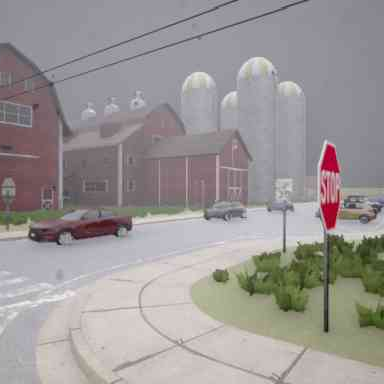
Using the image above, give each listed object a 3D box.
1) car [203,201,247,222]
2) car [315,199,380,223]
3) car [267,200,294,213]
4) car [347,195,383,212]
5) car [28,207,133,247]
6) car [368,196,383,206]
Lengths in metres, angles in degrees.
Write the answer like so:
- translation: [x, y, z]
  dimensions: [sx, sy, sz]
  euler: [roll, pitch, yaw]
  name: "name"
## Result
- translation: [2.765, 1.508, 26.745]
  dimensions: [1.837, 1.490, 4.892]
  euler: [0, -1, 34]
  name: "car"
- translation: [11.523, 1.506, 25.071]
  dimensions: [4.193, 1.474, 1.816]
  euler: [0, 0, 35]
  name: "car"
- translation: [9.982, 1.527, 37.223]
  dimensions: [1.812, 1.442, 4.674]
  euler: [0, 0, 35]
  name: "car"
- translation: [18.758, 1.314, 36.461]
  dimensions: [3.866, 1.878, 1.905]
  euler: [0, 0, 35]
  name: "car"
- translation: [-4.991, 1.479, 15.543]
  dimensions: [1.882, 1.535, 5.008]
  euler: [0, 0, 36]
  name: "car"
- translation: [32.585, 1.481, 56.329]
  dimensions: [4.611, 1.667, 2.242]
  euler: [0, 0, 35]
  name: "car"
